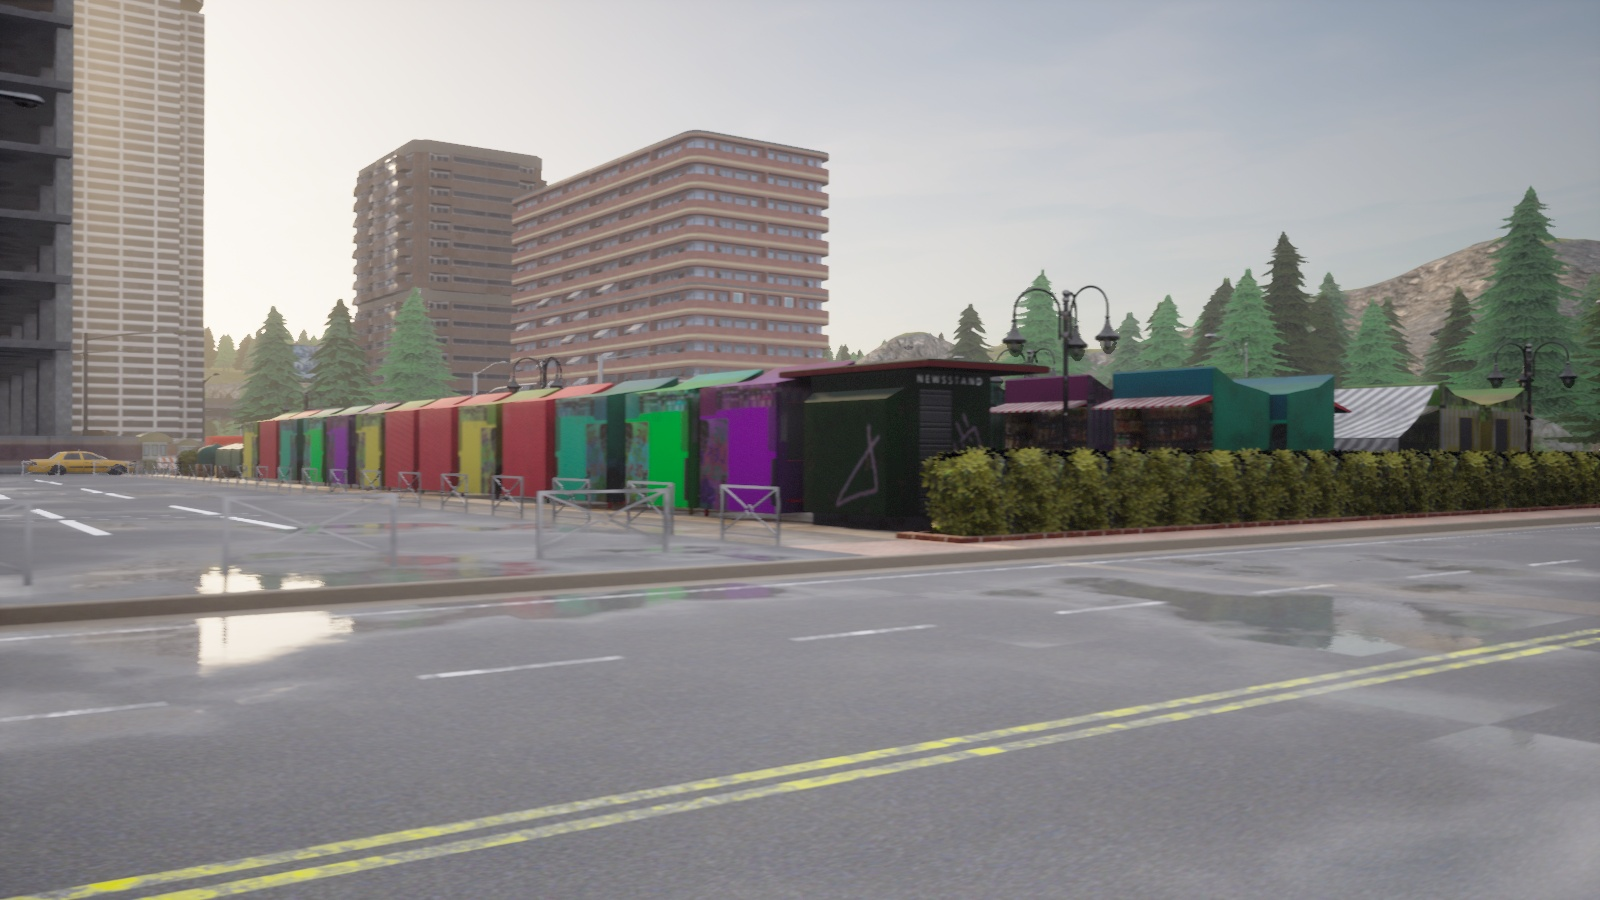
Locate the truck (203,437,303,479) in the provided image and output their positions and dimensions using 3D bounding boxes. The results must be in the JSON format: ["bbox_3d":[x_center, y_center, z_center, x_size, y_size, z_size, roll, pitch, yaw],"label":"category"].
[{"bbox_3d":[-33.893,0.476,77.892,5.204,2.467,2.627,-1,0,-37],"label":"truck"}]

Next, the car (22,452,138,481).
[{"bbox_3d":[-39.635,0.882,69.233,5.366,1.575,1.801,0,0,-37],"label":"car"}]
